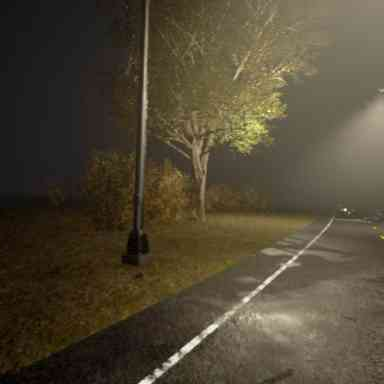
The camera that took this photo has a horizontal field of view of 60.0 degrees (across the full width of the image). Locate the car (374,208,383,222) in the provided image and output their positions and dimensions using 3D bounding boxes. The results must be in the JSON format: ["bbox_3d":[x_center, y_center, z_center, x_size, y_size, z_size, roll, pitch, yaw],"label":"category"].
[{"bbox_3d":[20.966,2.474,35.959,1.994,1.385,4.181,2,0,25],"label":"car"}]

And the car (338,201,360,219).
[{"bbox_3d":[19.404,2.120,41.196,2.150,2.045,5.566,2,0,24],"label":"car"}]
